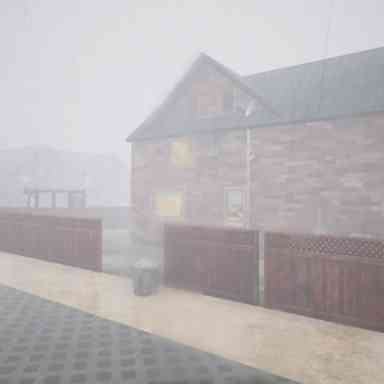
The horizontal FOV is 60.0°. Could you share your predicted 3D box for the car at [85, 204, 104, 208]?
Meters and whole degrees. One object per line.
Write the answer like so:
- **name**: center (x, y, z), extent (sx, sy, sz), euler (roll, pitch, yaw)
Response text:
- **car**: center (-10.183, 1.892, 32.766), extent (2.033, 1.411, 5.357), euler (1, 0, 35)
